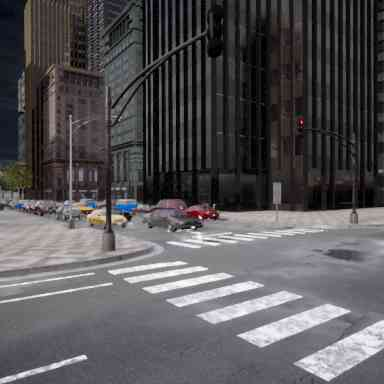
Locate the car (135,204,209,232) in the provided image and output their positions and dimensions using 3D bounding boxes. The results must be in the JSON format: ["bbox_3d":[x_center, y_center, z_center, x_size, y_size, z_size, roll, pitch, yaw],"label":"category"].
[{"bbox_3d":[-1.478,1.792,22.235,2.033,1.411,5.357,0,-1,-36],"label":"car"}]

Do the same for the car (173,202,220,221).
[{"bbox_3d":[0.554,1.829,29.471,1.887,1.381,4.507,-1,0,-35],"label":"car"}]

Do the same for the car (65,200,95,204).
[{"bbox_3d":[-12.821,1.989,38.154,1.882,1.535,5.008,0,-1,-35],"label":"car"}]

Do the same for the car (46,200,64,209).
[{"bbox_3d":[-25.045,2.317,60.777,1.882,1.535,5.008,0,-1,-35],"label":"car"}]

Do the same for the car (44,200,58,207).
[{"bbox_3d":[-31.846,2.596,74.890,1.947,1.339,4.313,-1,0,-35],"label":"car"}]

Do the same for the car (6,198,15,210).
[{"bbox_3d":[-32.036,2.354,60.471,1.967,1.590,4.097,-1,0,-35],"label":"car"}]

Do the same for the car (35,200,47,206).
[{"bbox_3d":[-37.888,2.711,83.361,2.008,1.369,4.403,-1,0,-35],"label":"car"}]

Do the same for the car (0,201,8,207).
[{"bbox_3d":[-44.524,2.772,77.983,1.802,1.307,4.206,-1,0,-35],"label":"car"}]

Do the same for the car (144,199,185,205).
[{"bbox_3d":[-2.401,1.669,33.616,2.192,1.841,5.009,-1,0,-35],"label":"car"}]

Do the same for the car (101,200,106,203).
[{"bbox_3d":[-11.249,1.876,46.050,2.192,1.841,5.009,-1,0,-35],"label":"car"}]

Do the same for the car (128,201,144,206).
[{"bbox_3d":[-5.344,2.005,37.760,1.802,1.307,4.206,-1,0,-35],"label":"car"}]

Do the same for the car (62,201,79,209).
[{"bbox_3d":[-22.783,2.408,62.184,1.802,1.307,4.206,-1,0,-35],"label":"car"}]

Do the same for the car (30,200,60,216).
[{"bbox_3d":[-17.749,1.901,40.438,2.192,1.841,5.009,-1,0,-35],"label":"car"}]

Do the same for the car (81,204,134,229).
[{"bbox_3d":[-6.296,1.844,24.389,1.752,1.417,4.829,-1,0,-35],"label":"car"}]

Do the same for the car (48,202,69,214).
[{"bbox_3d":[-18.672,2.173,46.419,1.812,1.442,4.674,0,-1,-35],"label":"car"}]

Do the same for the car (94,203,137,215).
[{"bbox_3d":[-7.153,1.979,30.190,1.895,1.301,4.718,0,-1,-36],"label":"car"}]

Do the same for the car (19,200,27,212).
[{"bbox_3d":[-23.420,2.157,48.393,1.967,1.590,4.097,-1,0,-35],"label":"car"}]

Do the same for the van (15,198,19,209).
[{"bbox_3d":[-26.260,2.123,52.371,1.690,1.788,3.998,-1,0,-35],"label":"van"}]

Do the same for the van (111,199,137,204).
[{"bbox_3d":[-8.299,1.833,41.906,1.690,1.788,3.998,-1,0,-35],"label":"van"}]

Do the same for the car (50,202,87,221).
[{"bbox_3d":[-12.069,2.005,32.483,2.008,1.369,4.403,-1,0,-35],"label":"car"}]

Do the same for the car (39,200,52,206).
[{"bbox_3d":[-34.868,2.661,79.126,1.947,1.339,4.313,-1,0,-35],"label":"car"}]

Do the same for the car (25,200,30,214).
[{"bbox_3d":[-20.581,2.197,44.416,1.887,1.381,4.507,-1,0,-35],"label":"car"}]

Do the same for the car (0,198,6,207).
[{"bbox_3d":[-41.402,2.667,73.605,1.887,1.381,4.507,-1,0,-35],"label":"car"}]
